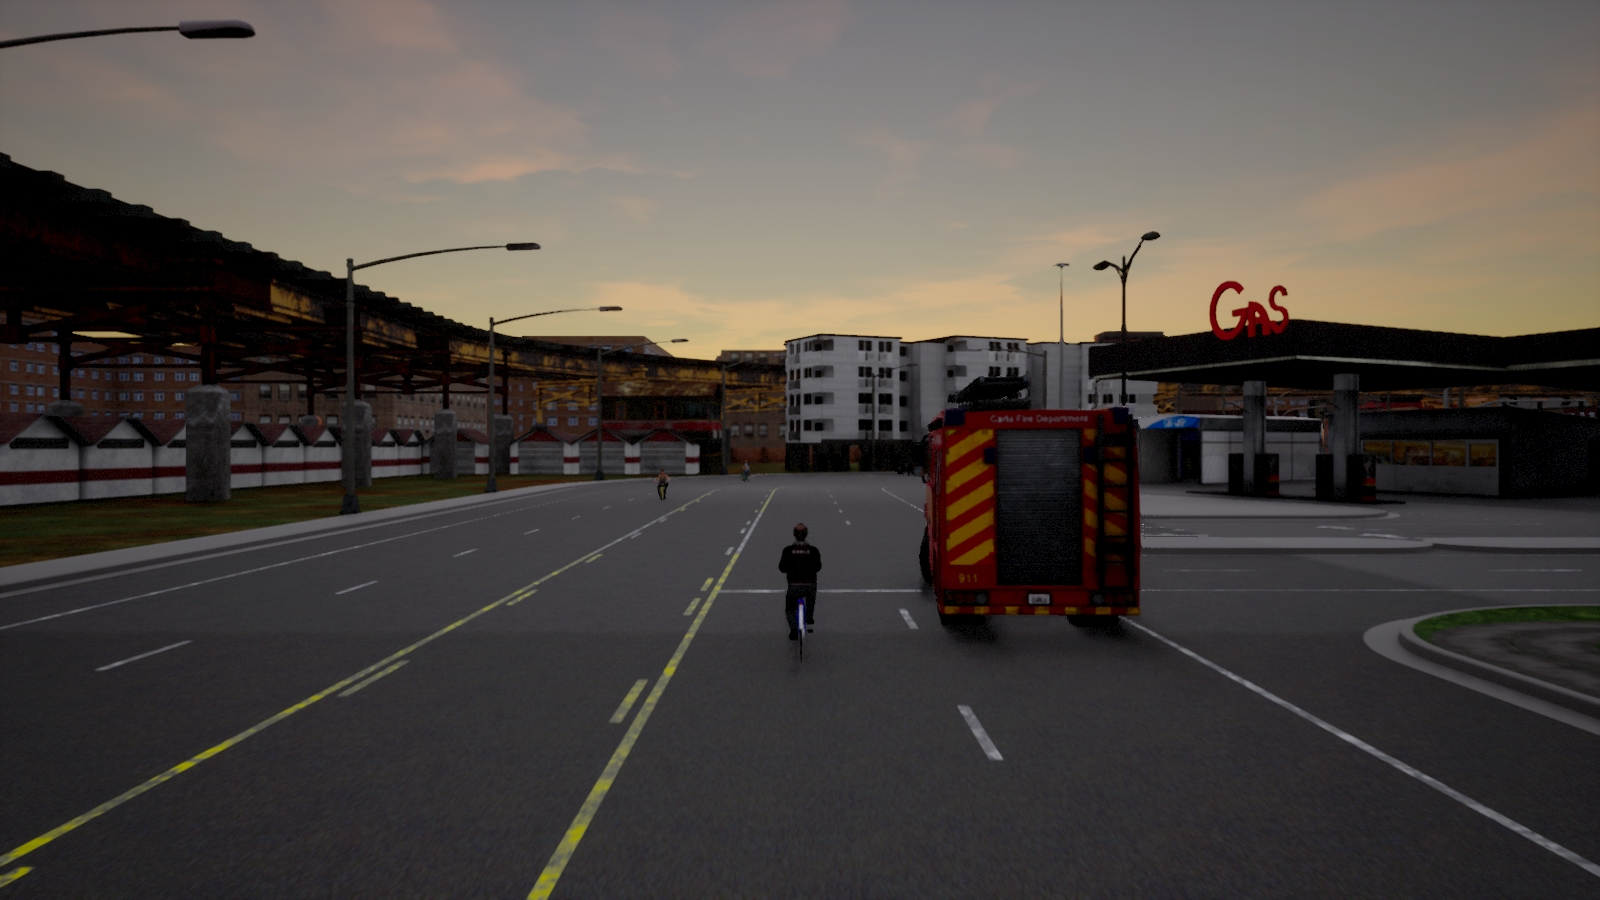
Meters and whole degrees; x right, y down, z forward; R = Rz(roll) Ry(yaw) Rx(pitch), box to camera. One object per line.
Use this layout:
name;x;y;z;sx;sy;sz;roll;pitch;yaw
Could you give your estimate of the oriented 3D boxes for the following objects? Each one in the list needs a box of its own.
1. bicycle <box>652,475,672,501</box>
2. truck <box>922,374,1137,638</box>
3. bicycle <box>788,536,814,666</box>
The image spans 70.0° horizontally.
bicycle;-6.985;1.926;58.013;0.859;1.301;1.487;0;0;0
truck;3.776;0.808;20.862;2.891;3.827;8.468;0;0;5
bicycle;0.005;1.985;15.384;0.329;1.496;1.835;0;0;0
